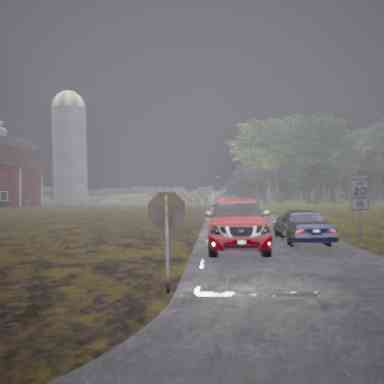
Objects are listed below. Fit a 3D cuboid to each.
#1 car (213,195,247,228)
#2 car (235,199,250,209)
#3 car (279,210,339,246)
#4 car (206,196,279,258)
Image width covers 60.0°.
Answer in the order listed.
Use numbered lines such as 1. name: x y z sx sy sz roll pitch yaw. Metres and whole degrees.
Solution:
1. car: 2.642 1.304 24.078 2.150 2.045 5.566 -1 0 4
2. car: 7.649 1.780 50.634 1.994 1.385 4.181 -1 -1 5
3. car: 4.910 1.534 15.092 2.033 1.411 5.357 -1 0 4
4. car: 1.816 1.280 13.462 2.150 2.045 5.566 -1 0 5
